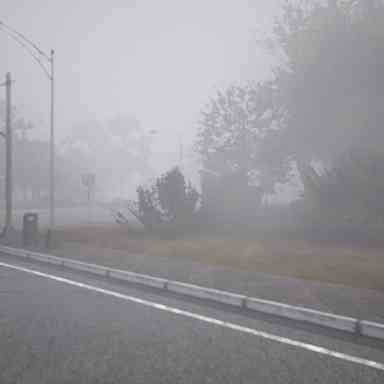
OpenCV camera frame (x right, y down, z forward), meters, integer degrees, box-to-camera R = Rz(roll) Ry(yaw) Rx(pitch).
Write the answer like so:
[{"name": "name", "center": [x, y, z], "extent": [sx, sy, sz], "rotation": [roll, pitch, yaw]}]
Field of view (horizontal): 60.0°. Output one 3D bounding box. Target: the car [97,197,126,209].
[{"name": "car", "center": [-9.868, 1.381, 42.293], "extent": [1.812, 1.442, 4.674], "rotation": [0, 0, 32]}]
